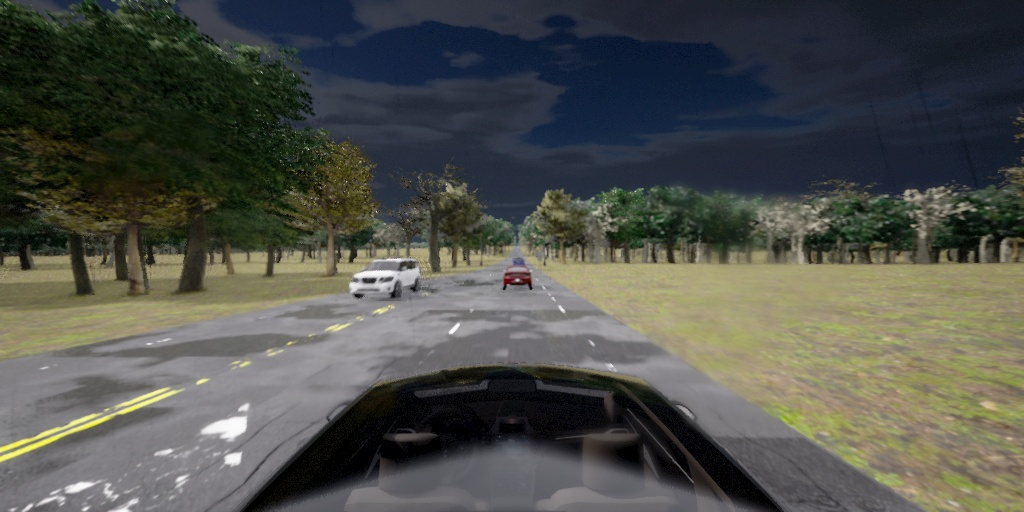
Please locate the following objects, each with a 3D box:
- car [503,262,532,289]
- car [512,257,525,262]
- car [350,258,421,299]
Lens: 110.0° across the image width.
[{"bbox_3d":[0.396,1.381,25.055,1.882,1.535,5.008,0,0,1],"label":"car"},{"bbox_3d":[1.175,1.266,65.318,2.150,2.045,5.566,0,0,1],"label":"car"},{"bbox_3d":[-6.657,1.141,19.610,2.150,2.045,5.566,-1,0,2],"label":"car"}]
